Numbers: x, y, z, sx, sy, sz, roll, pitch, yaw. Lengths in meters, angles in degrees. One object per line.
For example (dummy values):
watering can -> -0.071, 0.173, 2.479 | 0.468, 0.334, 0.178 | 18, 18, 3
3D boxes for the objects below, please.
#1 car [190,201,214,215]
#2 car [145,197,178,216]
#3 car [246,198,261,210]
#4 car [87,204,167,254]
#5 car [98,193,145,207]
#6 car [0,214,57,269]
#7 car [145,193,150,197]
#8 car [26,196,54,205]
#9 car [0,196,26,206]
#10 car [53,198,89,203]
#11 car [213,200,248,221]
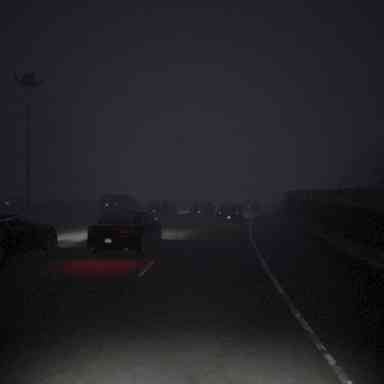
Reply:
car -> 1.271, 1.590, 33.818 | 1.895, 1.301, 4.718 | 0, 0, 15
car -> -2.776, 1.473, 31.980 | 2.128, 1.511, 4.902 | 0, 0, 14
car -> 7.600, 1.525, 42.351 | 1.812, 1.442, 4.674 | 0, 0, 19
car -> -2.520, 1.467, 13.505 | 1.882, 1.535, 5.008 | 0, 0, 6
car -> -6.655, 1.195, 30.946 | 2.150, 2.045, 5.566 | 0, 0, 13
car -> -6.281, 1.473, 10.995 | 2.128, 1.511, 4.902 | 0, 0, 5
car -> -11.882, 1.153, 76.368 | 2.150, 2.045, 5.566 | 0, 0, 29
car -> -18.302, 1.469, 42.329 | 1.812, 1.442, 4.674 | 0, 0, 17
car -> -22.109, 1.286, 41.640 | 2.097, 1.767, 4.553 | 0, 0, 16
car -> -14.682, 1.499, 42.403 | 2.033, 1.411, 5.357 | 0, 0, 17
car -> 3.218, 1.597, 27.010 | 1.895, 1.301, 4.718 | 0, 0, 12
